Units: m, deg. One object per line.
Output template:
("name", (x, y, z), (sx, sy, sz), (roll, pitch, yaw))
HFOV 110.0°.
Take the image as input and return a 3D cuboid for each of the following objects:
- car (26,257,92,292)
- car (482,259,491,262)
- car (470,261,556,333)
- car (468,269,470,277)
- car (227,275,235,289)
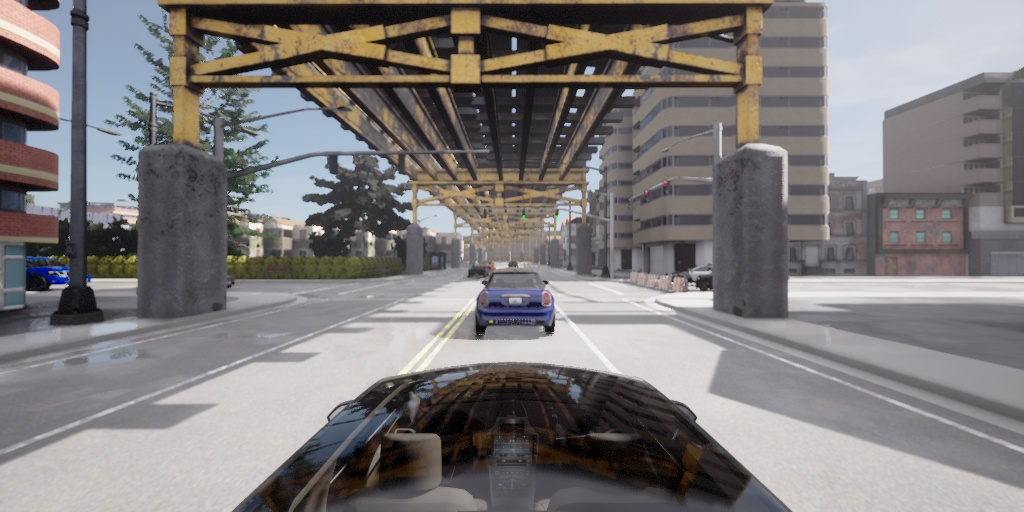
("car", (-29.682, 1.085, 22.187), (5.566, 2.045, 2.150), (0, 0, 0))
("car", (-3.494, 1.377, 49.999), (2.097, 1.767, 4.553), (0, 0, -1))
("car", (0.096, 1.155, 11.096), (2.097, 1.767, 4.553), (0, 0, 0))
("car", (-3.550, 1.558, 38.113), (1.895, 1.301, 4.718), (0, 0, 1))
("car", (-19.821, 1.390, 22.141), (4.674, 1.442, 1.812), (0, 0, 0))
